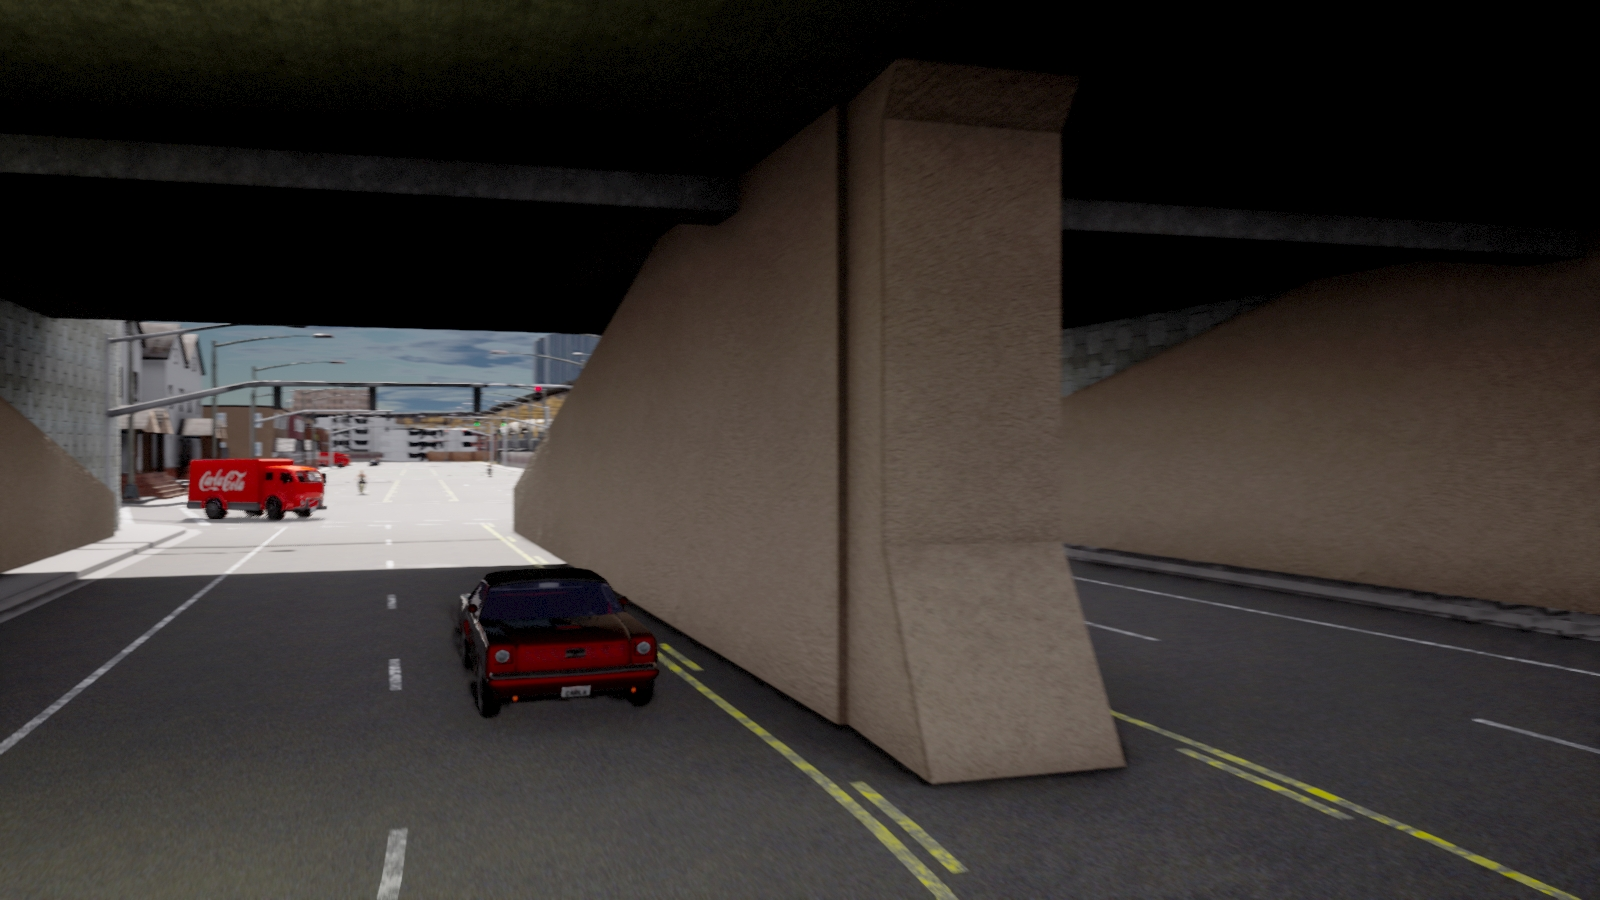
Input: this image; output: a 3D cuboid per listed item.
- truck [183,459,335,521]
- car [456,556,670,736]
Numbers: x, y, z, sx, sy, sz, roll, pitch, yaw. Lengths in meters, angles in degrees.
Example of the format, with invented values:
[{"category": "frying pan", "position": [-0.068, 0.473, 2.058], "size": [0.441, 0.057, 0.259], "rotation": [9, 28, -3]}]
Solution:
[{"category": "truck", "position": [-22.196, 1.599, 46.973], "size": [5.204, 2.467, 2.627], "rotation": [0, -1, 16]}, {"category": "car", "position": [-3.040, 2.159, 13.779], "size": [1.895, 1.301, 4.718], "rotation": [0, 0, -20]}]
